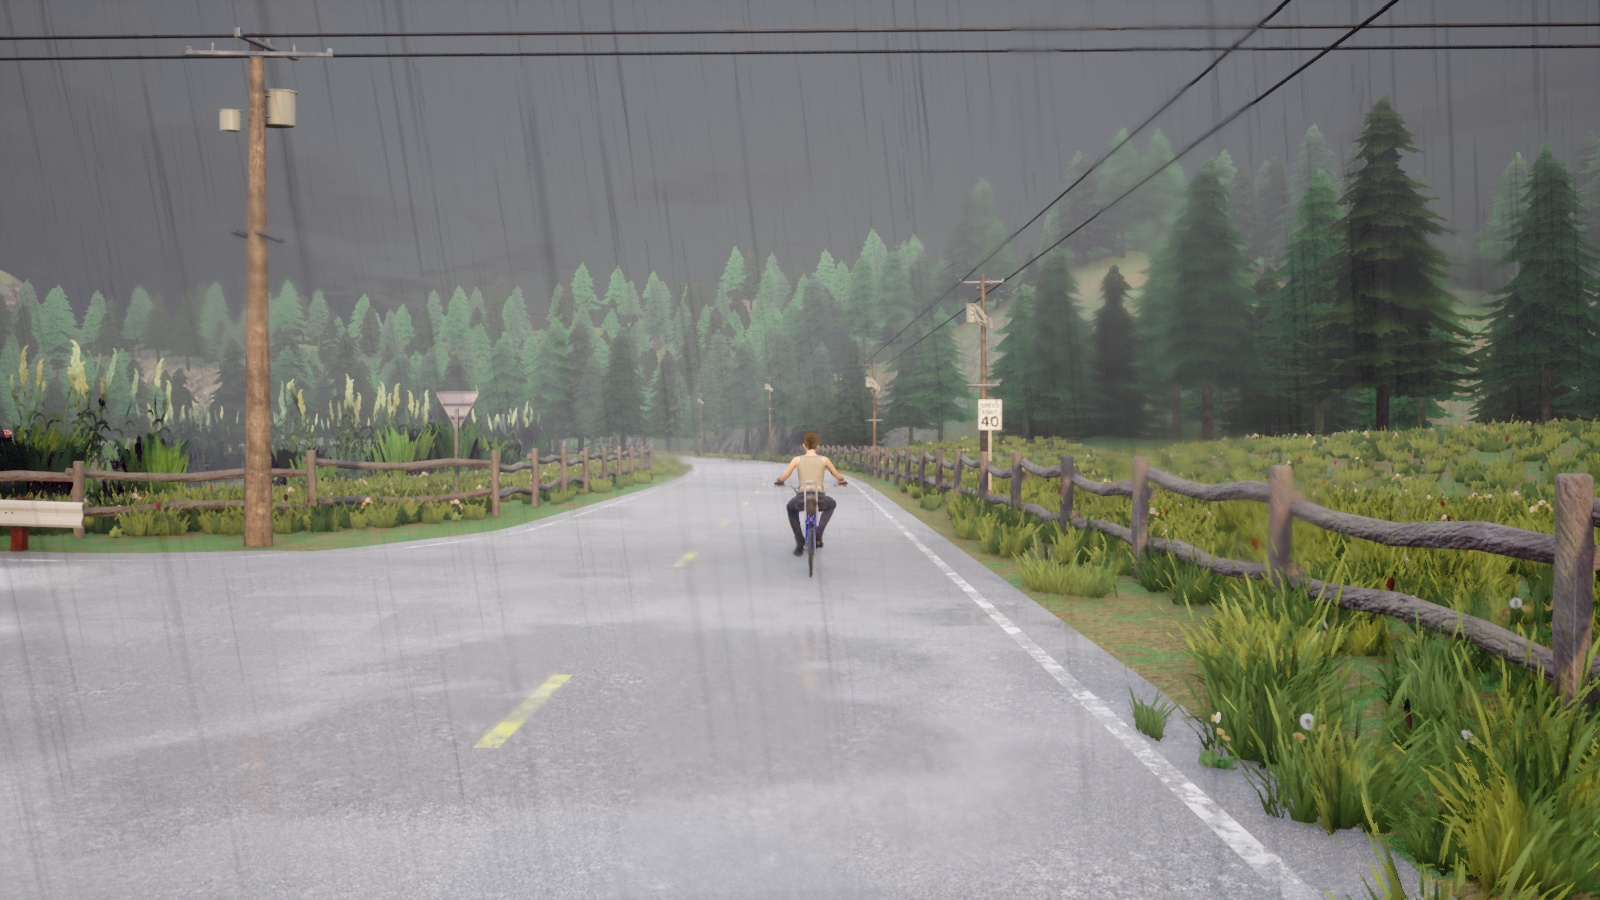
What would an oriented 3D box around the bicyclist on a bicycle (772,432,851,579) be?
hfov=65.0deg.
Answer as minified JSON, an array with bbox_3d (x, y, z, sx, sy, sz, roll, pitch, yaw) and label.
[{"bbox_3d":[0.131,0.603,14.546,0.866,1.612,1.509,0,0,0],"label":"bicyclist on a bicycle"}]
